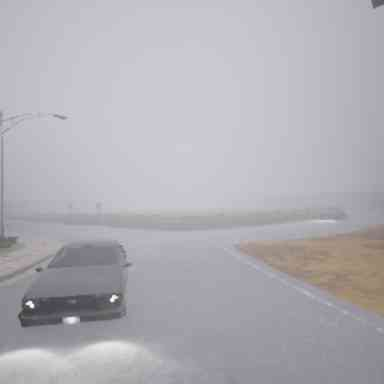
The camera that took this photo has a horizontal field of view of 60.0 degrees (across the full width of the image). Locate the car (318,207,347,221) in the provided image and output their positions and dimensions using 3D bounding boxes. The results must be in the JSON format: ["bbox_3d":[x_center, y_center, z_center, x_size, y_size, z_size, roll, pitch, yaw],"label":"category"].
[{"bbox_3d":[15.623,2.399,36.888,1.994,1.385,4.181,-3,-2,43],"label":"car"}]

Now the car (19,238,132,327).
[{"bbox_3d":[-2.514,1.904,8.304,2.033,1.411,5.357,-1,-2,-10],"label":"car"}]
